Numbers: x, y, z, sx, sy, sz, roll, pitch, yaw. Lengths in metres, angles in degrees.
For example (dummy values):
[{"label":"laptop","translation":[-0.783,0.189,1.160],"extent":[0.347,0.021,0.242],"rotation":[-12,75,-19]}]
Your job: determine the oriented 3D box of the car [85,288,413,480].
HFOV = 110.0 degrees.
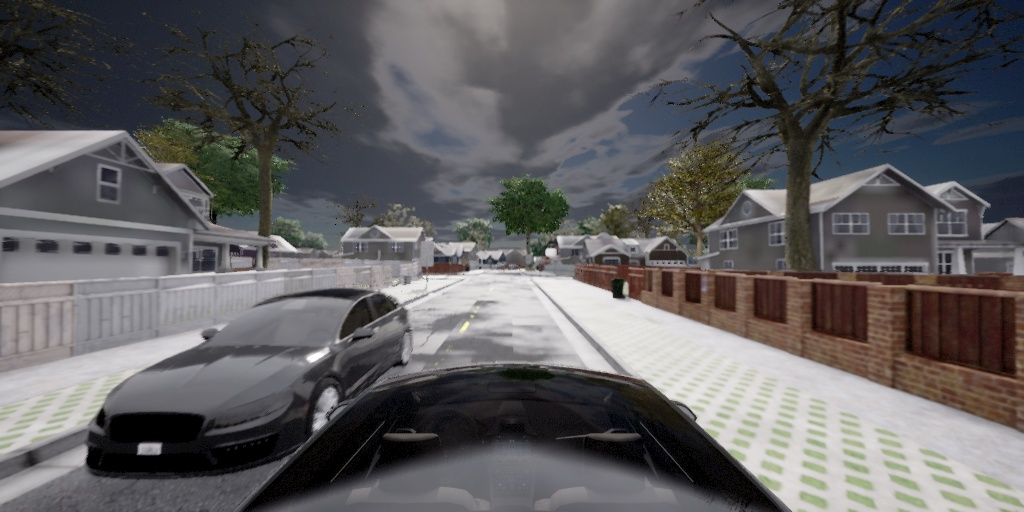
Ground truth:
[{"label":"car","translation":[-2.849,1.284,5.249],"extent":[1.837,1.490,4.892],"rotation":[0,0,0]}]
